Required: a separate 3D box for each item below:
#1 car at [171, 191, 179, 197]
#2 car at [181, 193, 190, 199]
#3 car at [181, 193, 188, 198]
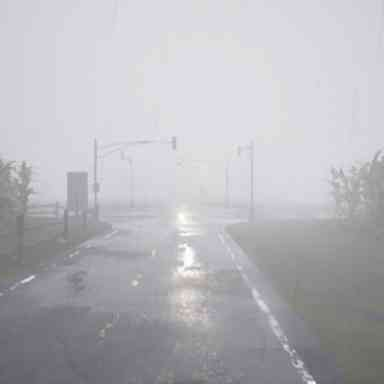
[{"bbox_3d":[-4.561,0.534,88.687,2.097,1.767,4.553,0,0,-3],"label":"car"},{"bbox_3d":[-1.577,0.927,84.594,2.097,1.767,4.553,0,0,-3],"label":"car"},{"bbox_3d":[-2.173,1.048,94.670,1.895,1.301,4.718,0,0,-4],"label":"car"}]
